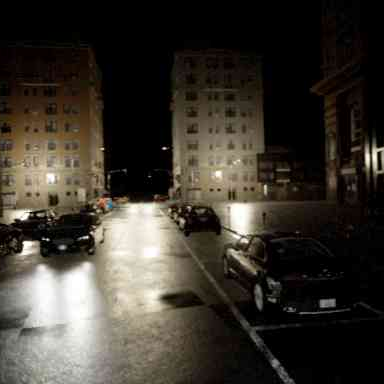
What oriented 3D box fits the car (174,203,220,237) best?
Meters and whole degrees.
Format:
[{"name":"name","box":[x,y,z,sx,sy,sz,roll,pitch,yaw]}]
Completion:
[{"name":"car","box":[0.324,1.465,18.551,1.967,1.590,4.097,-2,0,-8]}]

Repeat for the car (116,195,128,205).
[{"name":"car","box":[-15.456,1.970,71.995,1.752,1.417,4.829,-1,0,-8]}]

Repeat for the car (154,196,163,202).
[{"name":"car","box":[-8.535,1.797,84.484,1.887,1.381,4.507,-1,0,-8]}]

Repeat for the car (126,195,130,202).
[{"name":"car","box":[-16.231,2.023,77.768,1.947,1.339,4.313,-1,0,-8]}]

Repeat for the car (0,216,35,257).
[{"name":"car","box":[-7.371,1.796,11.848,1.802,1.307,4.206,-2,0,-8]}]

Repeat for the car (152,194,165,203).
[{"name":"car","box":[-7.033,1.543,73.272,2.192,1.841,5.009,-1,0,-8]}]

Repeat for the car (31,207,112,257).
[{"name":"car","box":[-4.757,1.641,13.788,2.128,1.511,4.902,-1,0,-8]}]

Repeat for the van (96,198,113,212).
[{"name":"van","box":[-11.885,1.716,45.388,1.690,1.788,3.998,-2,0,-8]}]

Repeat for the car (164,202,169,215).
[{"name":"car","box":[-1.175,1.624,29.729,1.887,1.381,4.507,-2,0,-8]}]

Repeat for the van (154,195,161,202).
[{"name":"van","box":[-9.294,1.605,90.091,1.690,1.788,3.998,-1,0,-8]}]

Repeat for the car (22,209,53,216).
[{"name":"car","box":[-8.126,1.682,17.439,1.967,1.590,4.097,-2,0,-8]}]

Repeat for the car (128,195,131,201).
[{"name":"car","box":[-16.963,1.994,83.204,1.752,1.417,4.829,-1,0,-8]}]

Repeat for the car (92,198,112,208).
[{"name":"car","box":[-11.134,1.665,39.797,2.192,1.841,5.009,-2,0,-8]}]

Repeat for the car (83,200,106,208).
[{"name":"car","box":[-10.376,1.889,34.207,1.947,1.339,4.313,-2,0,-8]}]

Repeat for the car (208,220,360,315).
[{"name":"car","box":[1.829,1.519,7.373,2.008,1.369,4.403,-2,0,-8]}]

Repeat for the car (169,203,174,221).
[{"name":"car","box":[-0.423,1.634,24.140,1.802,1.307,4.206,-2,0,-8]}]
